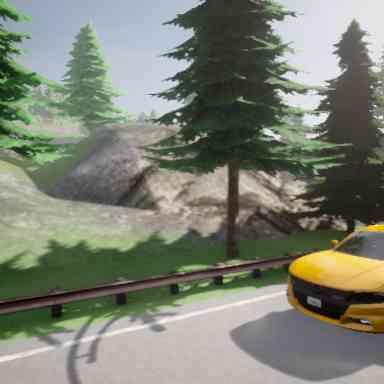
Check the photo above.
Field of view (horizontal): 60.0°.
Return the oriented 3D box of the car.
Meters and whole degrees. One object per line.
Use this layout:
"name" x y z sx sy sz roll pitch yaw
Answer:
"car" 4.000 1.396 6.410 5.008 1.535 1.882 0 1 -32
